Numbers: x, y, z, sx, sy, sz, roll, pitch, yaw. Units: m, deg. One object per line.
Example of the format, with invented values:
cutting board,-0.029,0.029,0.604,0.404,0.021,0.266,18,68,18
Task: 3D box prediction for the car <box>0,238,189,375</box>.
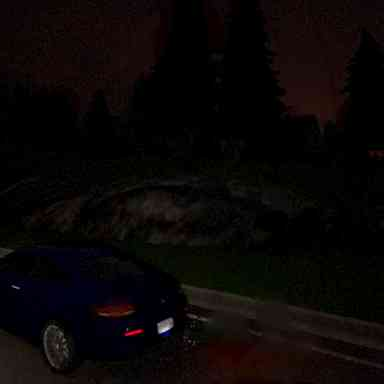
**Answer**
car,-2.204,1.526,5.565,4.674,1.442,1.812,0,0,36
